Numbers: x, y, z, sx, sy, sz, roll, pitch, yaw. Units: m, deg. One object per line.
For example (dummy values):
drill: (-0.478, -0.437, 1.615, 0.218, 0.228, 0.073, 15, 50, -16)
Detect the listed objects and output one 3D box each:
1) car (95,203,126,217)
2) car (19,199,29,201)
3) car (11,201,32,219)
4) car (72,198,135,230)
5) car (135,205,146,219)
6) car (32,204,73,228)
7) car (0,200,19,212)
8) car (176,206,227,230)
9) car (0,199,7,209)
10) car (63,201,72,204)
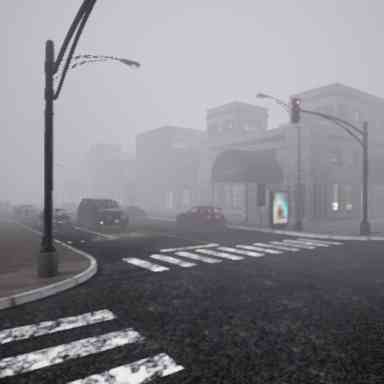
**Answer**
car: (-9.242, 1.952, 37.437, 2.008, 1.369, 4.403, 0, 0, -35)
car: (-41.983, 2.497, 84.052, 1.802, 1.307, 4.206, 0, 0, -35)
car: (-16.093, 1.888, 32.611, 2.008, 1.369, 4.403, 0, 0, -35)
car: (-6.384, 1.492, 23.491, 2.150, 2.045, 5.566, 1, 0, -35)
car: (-5.968, 1.936, 32.775, 1.802, 1.307, 4.206, 0, 0, -35)
car: (-9.545, 1.794, 23.287, 2.008, 1.369, 4.403, 0, 0, -35)
car: (-25.817, 2.007, 46.456, 1.752, 1.417, 4.829, 0, 0, -35)
car: (0.580, 1.701, 23.452, 1.967, 1.590, 4.097, 0, 0, -35)
car: (-32.464, 2.025, 55.918, 1.967, 1.590, 4.097, 0, 0, -35)
car: (-19.064, 2.098, 51.422, 2.008, 1.369, 4.403, 0, 0, -35)
